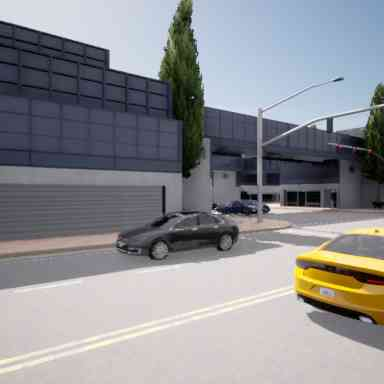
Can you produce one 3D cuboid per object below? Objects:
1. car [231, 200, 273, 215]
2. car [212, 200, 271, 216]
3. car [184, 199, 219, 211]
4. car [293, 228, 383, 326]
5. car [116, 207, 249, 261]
[{"bbox_3d":[6.367,1.564,35.599,1.994,1.385,4.181,0,0,-37],"label":"car"},{"bbox_3d":[4.641,1.547,32.066,2.033,1.411,5.357,0,0,-37],"label":"car"},{"bbox_3d":[1.133,1.601,42.586,1.895,1.301,4.718,0,0,-37],"label":"car"},{"bbox_3d":[4.206,1.478,6.843,5.008,1.535,1.882,0,0,-36],"label":"car"},{"bbox_3d":[-0.378,1.505,12.378,4.892,1.490,1.837,0,0,-36],"label":"car"}]
